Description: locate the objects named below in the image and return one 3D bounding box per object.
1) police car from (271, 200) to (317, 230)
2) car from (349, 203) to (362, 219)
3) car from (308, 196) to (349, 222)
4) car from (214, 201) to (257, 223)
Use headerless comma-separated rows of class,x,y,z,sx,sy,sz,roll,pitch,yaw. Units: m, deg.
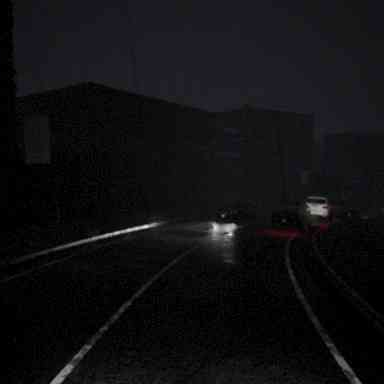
police car,6.712,1.515,22.096,1.930,1.638,5.238,3,1,28
car,15.746,1.870,34.058,4.892,1.490,1.837,2,2,-44
car,11.926,1.458,29.891,2.150,2.045,5.566,4,1,39
car,3.398,1.407,25.261,2.128,1.511,4.902,3,1,30
